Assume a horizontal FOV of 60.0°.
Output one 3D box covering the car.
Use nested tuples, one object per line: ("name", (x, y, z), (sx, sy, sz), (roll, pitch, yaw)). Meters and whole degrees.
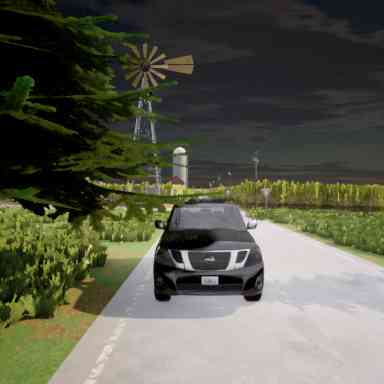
("car", (0.333, 1.221, 8.675), (2.150, 2.045, 5.566), (0, 0, 0))
